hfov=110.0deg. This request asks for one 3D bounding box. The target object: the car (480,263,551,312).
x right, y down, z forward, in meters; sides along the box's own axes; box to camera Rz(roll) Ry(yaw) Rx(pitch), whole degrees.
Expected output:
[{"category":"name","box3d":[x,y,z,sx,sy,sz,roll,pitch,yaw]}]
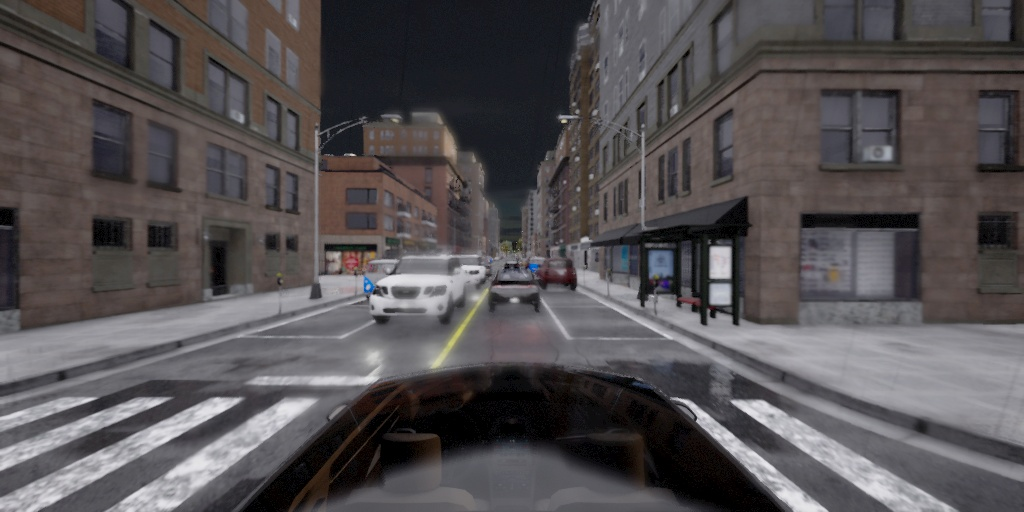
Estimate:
[{"category":"car","box3d":[0.100,1.224,14.054,2.128,1.511,4.902,0,0,0]}]

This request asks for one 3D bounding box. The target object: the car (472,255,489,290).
[{"category":"car","box3d":[-2.851,0.925,22.650,2.150,2.045,5.566,0,0,0]}]

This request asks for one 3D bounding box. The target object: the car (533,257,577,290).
[{"category":"car","box3d":[2.702,1.042,21.935,2.192,1.841,5.009,0,0,0]}]

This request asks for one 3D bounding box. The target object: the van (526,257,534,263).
[{"category":"van","box3d":[2.683,1.036,38.154,1.690,1.789,3.998,0,0,0]}]

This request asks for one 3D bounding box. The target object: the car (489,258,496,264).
[{"category":"car","box3d":[-2.838,1.175,33.105,2.128,1.511,4.902,0,0,0]}]

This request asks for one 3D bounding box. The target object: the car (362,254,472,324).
[{"category":"car","box3d":[-2.850,0.945,12.226,2.150,2.045,5.566,0,0,0]}]

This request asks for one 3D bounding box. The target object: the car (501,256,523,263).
[{"category":"car","box3d":[0.001,1.156,41.499,1.882,1.535,5.008,0,0,0]}]

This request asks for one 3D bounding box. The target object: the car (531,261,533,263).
[{"category":"car","box3d":[2.696,1.268,27.341,2.007,1.370,4.403,0,0,0]}]

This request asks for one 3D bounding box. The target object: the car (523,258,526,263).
[{"category":"car","box3d":[2.677,0.999,43.560,2.192,1.841,5.009,0,0,0]}]

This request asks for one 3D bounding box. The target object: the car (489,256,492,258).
[{"category":"car","box3d":[-5.407,0.923,65.182,2.192,1.841,5.009,0,0,0]}]
